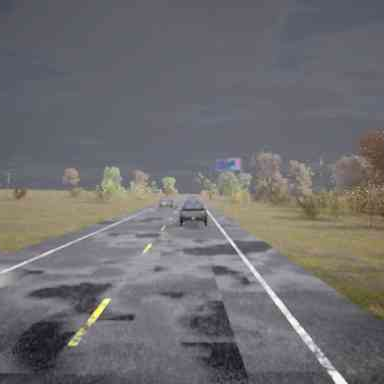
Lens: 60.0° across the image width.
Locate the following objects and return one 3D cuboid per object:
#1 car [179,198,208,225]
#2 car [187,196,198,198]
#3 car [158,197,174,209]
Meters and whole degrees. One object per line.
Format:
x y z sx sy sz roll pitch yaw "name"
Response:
0.094 1.447 23.308 2.128 1.511 4.902 0 0 0 "car"
0.089 1.277 41.595 2.097 1.767 4.553 0 0 0 "car"
-3.523 1.413 45.238 2.128 1.511 4.902 0 0 0 "car"
